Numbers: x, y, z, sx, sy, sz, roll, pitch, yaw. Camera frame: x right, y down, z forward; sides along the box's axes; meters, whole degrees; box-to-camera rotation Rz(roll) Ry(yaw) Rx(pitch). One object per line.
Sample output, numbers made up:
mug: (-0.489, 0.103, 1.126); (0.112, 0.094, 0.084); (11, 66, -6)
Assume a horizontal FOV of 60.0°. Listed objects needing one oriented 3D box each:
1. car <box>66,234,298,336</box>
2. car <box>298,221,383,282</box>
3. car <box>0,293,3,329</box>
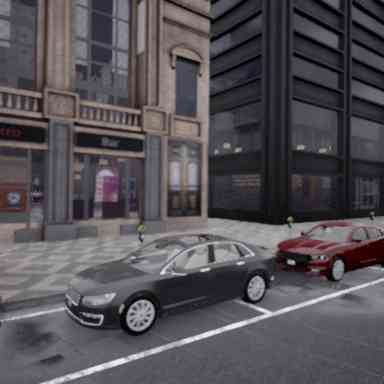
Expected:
car: (-0.180, 1.563, 6.627); (4.403, 1.369, 2.008); (0, 0, -35)
car: (4.399, 1.577, 9.893); (4.507, 1.381, 1.887); (0, 0, -35)
car: (-4.757, 1.307, 3.360); (5.009, 1.841, 2.192); (0, 0, -35)
